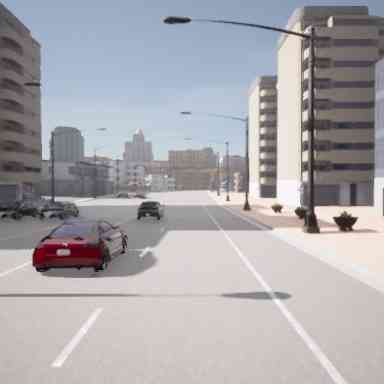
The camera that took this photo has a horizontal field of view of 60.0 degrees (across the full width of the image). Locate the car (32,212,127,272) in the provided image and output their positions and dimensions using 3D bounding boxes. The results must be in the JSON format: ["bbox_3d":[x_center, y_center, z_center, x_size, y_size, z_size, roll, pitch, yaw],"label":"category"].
[{"bbox_3d":[-3.409,1.559,10.831,1.994,1.385,4.181,0,0,0],"label":"car"}]

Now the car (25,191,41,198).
[{"bbox_3d":[-29.500,0.541,61.526,1.970,1.475,3.806,0,2,0],"label":"car"}]

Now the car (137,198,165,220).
[{"bbox_3d":[-3.412,1.491,28.012,1.837,1.490,4.892,0,0,0],"label":"car"}]

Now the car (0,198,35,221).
[{"bbox_3d":[-14.106,1.480,26.844,2.128,1.511,4.902,0,0,0],"label":"car"}]

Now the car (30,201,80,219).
[{"bbox_3d":[-10.606,1.479,26.837,2.128,1.511,4.902,0,0,0],"label":"car"}]

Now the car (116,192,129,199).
[{"bbox_3d":[-14.025,0.694,67.479,1.994,1.385,4.181,0,2,0],"label":"car"}]

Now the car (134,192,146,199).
[{"bbox_3d":[-10.526,0.737,67.464,1.895,1.301,4.718,0,2,0],"label":"car"}]
